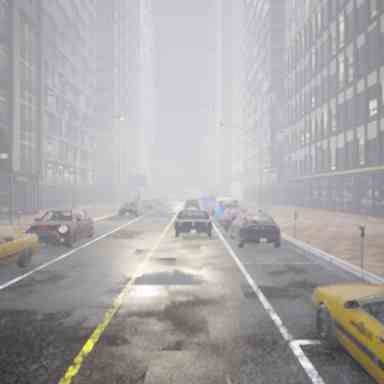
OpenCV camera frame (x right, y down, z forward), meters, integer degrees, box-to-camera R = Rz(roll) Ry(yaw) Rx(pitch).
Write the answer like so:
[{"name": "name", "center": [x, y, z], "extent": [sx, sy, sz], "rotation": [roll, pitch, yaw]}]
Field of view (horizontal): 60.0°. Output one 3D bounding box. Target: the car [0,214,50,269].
[{"name": "car", "center": [-5.706, 1.532, 8.720], "extent": [1.752, 1.417, 4.829], "rotation": [0, 0, 0]}]

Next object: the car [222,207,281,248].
[{"name": "car", "center": [2.664, 1.556, 14.604], "extent": [2.008, 1.369, 4.403], "rotation": [0, 0, 0]}]

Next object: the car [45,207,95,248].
[{"name": "car", "center": [-5.717, 1.448, 14.590], "extent": [1.967, 1.590, 4.097], "rotation": [0, 0, 0]}]

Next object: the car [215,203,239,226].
[{"name": "car", "center": [2.655, 1.587, 20.301], "extent": [1.802, 1.307, 4.206], "rotation": [0, 0, 0]}]

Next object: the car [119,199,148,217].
[{"name": "car", "center": [-5.746, 1.569, 31.684], "extent": [1.947, 1.339, 4.313], "rotation": [0, 0, 0]}]

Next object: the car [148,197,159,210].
[{"name": "car", "center": [-5.766, 1.578, 43.081], "extent": [1.802, 1.307, 4.206], "rotation": [0, 0, 0]}]

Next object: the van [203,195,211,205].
[{"name": "van", "center": [2.604, 1.332, 48.792], "extent": [1.690, 1.788, 3.998], "rotation": [0, 0, 0]}]

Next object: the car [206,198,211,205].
[{"name": "car", "center": [2.635, 1.546, 31.697], "extent": [1.887, 1.381, 4.507], "rotation": [0, 0, 0]}]

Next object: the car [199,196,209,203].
[{"name": "car", "center": [2.564, 1.532, 71.588], "extent": [1.947, 1.339, 4.313], "rotation": [0, 0, 0]}]

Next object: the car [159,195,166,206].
[{"name": "car", "center": [-5.787, 1.533, 54.478], "extent": [1.887, 1.381, 4.507], "rotation": [0, 0, 0]}]

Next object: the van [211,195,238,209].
[{"name": "van", "center": [2.644, 1.345, 25.999], "extent": [1.690, 1.788, 3.998], "rotation": [0, 0, 0]}]

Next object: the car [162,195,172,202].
[{"name": "car", "center": [-5.827, 1.401, 77.271], "extent": [1.967, 1.590, 4.097], "rotation": [0, 0, 0]}]

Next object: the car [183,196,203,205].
[{"name": "car", "center": [0.027, 1.499, 41.807], "extent": [1.837, 1.490, 4.892], "rotation": [0, 0, 0]}]

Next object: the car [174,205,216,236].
[{"name": "car", "center": [0.066, 1.607, 18.277], "extent": [1.895, 1.301, 4.718], "rotation": [0, 0, 0]}]

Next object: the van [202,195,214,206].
[{"name": "van", "center": [2.594, 1.327, 54.492], "extent": [1.690, 1.788, 3.998], "rotation": [0, 0, 0]}]

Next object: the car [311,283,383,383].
[{"name": "car", "center": [2.684, 1.527, 3.374], "extent": [1.752, 1.417, 4.829], "rotation": [0, 0, 0]}]

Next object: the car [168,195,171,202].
[{"name": "car", "center": [-5.807, 1.527, 65.874], "extent": [2.008, 1.369, 4.403], "rotation": [0, 0, 0]}]

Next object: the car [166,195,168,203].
[{"name": "car", "center": [-5.797, 1.565, 60.177], "extent": [1.802, 1.307, 4.206], "rotation": [0, 0, 0]}]
